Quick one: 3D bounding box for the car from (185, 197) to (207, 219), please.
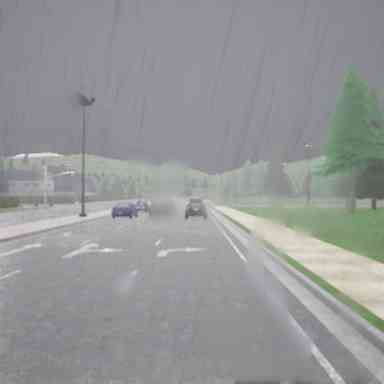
[{"bbox_3d":[0.385,1.701,33.248,2.097,1.767,4.553,0,0,0],"label":"car"}]

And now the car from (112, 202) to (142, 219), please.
[{"bbox_3d":[-6.650,1.825,33.373,1.882,1.535,5.008,0,-1,1],"label":"car"}]

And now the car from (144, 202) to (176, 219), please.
[{"bbox_3d":[-3.147,1.842,33.595,2.128,1.511,4.902,0,-1,1],"label":"car"}]

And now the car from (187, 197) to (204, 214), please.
[{"bbox_3d":[0.438,1.674,43.293,2.150,2.045,5.566,0,-1,0],"label":"car"}]

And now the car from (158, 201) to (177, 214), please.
[{"bbox_3d":[-3.124,2.003,43.703,2.033,1.411,5.357,0,-1,1],"label":"car"}]

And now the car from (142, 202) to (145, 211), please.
[{"bbox_3d":[-6.624,2.003,43.775,2.033,1.411,5.357,0,-1,1],"label":"car"}]
